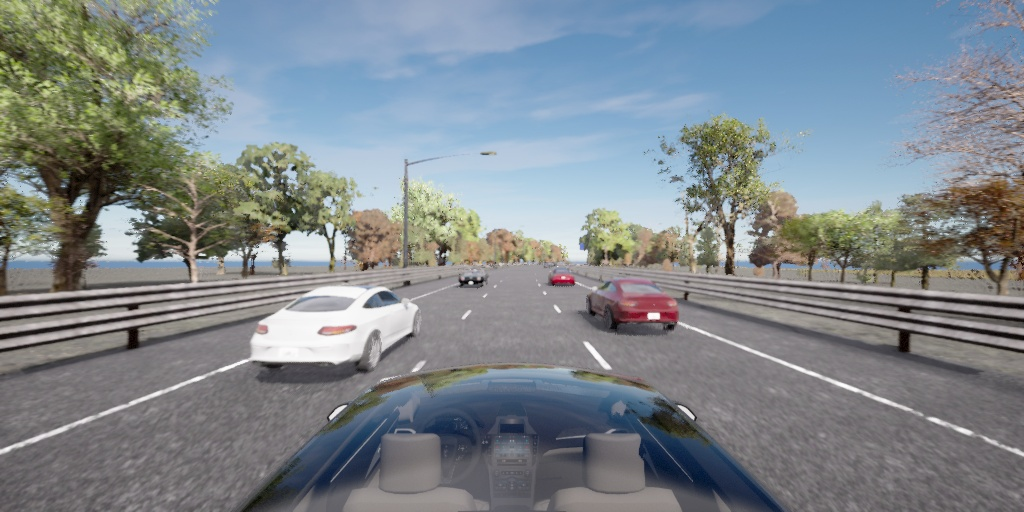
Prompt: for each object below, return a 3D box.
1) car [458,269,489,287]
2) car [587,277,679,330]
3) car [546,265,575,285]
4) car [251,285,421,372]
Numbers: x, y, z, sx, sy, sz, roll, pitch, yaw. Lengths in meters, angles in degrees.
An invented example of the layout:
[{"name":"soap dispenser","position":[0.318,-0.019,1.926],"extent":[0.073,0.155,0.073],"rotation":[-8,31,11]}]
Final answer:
[{"name":"car","position":[-2.924,1.719,28.483],"extent":[1.895,1.301,4.718],"rotation":[0,-1,2]},{"name":"car","position":[3.680,1.411,11.529],"extent":[1.812,1.442,4.674],"rotation":[0,-1,1]},{"name":"car","position":[4.161,1.715,30.464],"extent":[1.994,1.385,4.181],"rotation":[0,-1,2]},{"name":"car","position":[-3.347,1.340,7.713],"extent":[1.812,1.442,4.674],"rotation":[1,-1,0]}]
